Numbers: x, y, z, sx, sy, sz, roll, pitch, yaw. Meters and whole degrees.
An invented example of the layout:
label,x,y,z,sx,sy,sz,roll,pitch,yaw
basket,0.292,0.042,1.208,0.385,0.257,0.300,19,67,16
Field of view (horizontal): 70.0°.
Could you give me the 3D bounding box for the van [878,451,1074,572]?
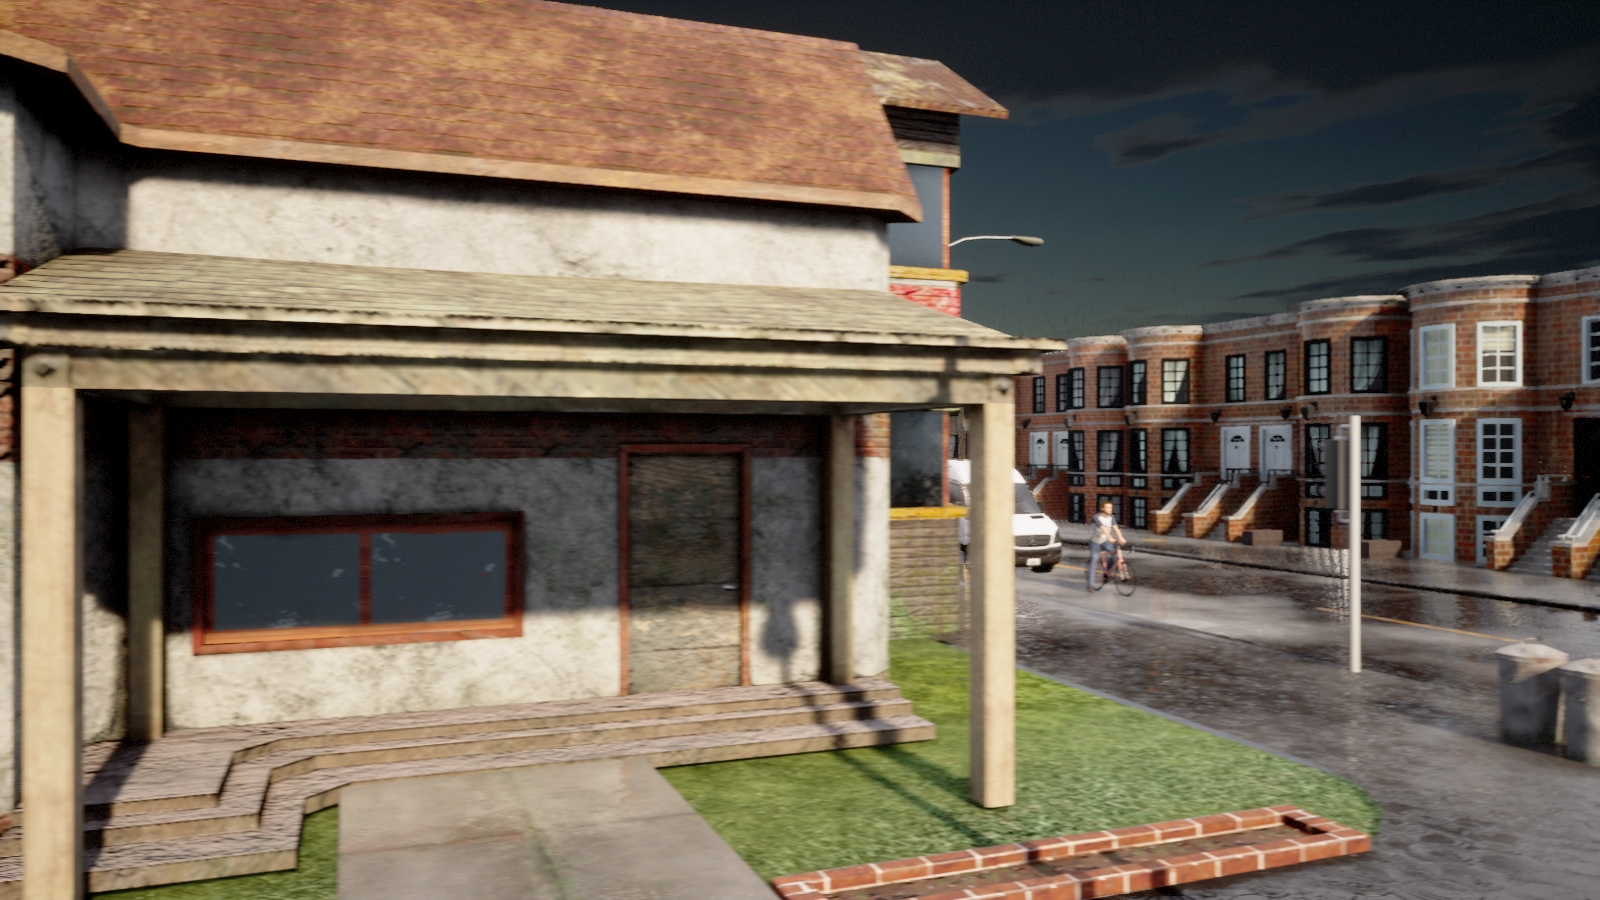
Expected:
label,x,y,z,sx,sy,sz,roll,pitch,yaw
van,4.044,1.314,27.576,1.988,2.561,5.915,0,0,-21
